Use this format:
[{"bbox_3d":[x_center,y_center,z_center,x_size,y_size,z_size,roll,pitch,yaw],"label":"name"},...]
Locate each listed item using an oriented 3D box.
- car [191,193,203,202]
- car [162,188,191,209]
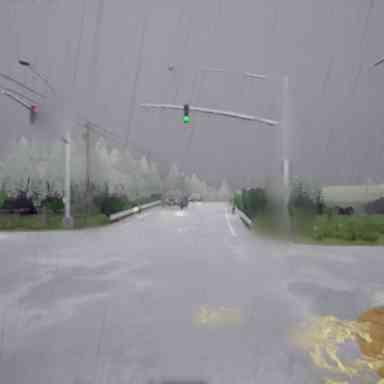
[{"bbox_3d":[0.674,0.987,54.786,1.837,1.490,4.892,0,-2,8],"label":"car"},{"bbox_3d":[-1.718,0.665,35.294,2.150,2.045,5.566,0,2,6],"label":"car"}]
